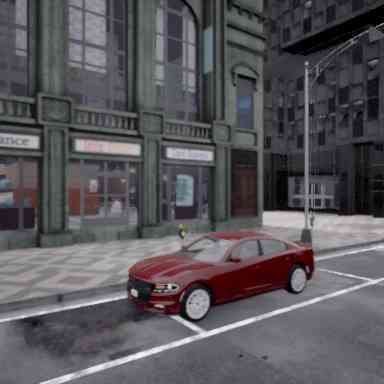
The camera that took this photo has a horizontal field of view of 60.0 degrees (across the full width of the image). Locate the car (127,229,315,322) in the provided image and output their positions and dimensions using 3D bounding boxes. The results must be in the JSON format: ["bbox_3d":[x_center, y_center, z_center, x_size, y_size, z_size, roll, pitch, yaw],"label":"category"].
[{"bbox_3d":[0.810,1.554,7.231,4.507,1.381,1.887,0,0,-36],"label":"car"}]
